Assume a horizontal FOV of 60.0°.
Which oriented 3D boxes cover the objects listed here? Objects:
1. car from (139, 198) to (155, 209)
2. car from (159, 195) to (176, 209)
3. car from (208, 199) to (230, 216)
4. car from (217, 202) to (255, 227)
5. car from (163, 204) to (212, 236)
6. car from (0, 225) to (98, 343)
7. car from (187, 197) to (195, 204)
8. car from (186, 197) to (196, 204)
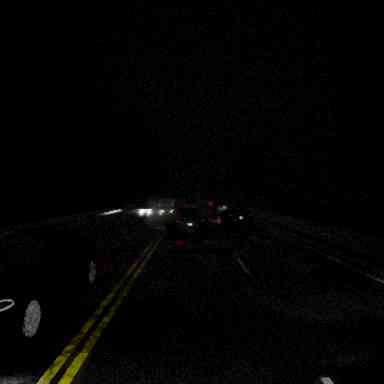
[{"bbox_3d":[-6.787,1.733,50.386,2.128,1.511,4.902,0,0,0],"label":"car"},{"bbox_3d":[-3.535,1.452,48.547,2.150,2.045,5.566,0,-1,0],"label":"car"},{"bbox_3d":[3.117,1.576,34.514,2.033,1.649,4.856,0,0,0],"label":"car"},{"bbox_3d":[3.160,1.657,23.513,1.994,1.385,4.181,0,0,0],"label":"car"},{"bbox_3d":[-0.376,1.637,19.001,1.994,1.385,4.181,0,0,-9],"label":"car"},{"bbox_3d":[-3.363,1.501,6.664,1.882,1.535,5.008,0,0,0],"label":"car"},{"bbox_3d":[-0.296,1.955,76.270,1.837,1.490,4.892,0,-1,0],"label":"car"},{"bbox_3d":[-0.177,1.843,64.779,2.128,1.511,4.902,0,-1,0],"label":"car"}]
